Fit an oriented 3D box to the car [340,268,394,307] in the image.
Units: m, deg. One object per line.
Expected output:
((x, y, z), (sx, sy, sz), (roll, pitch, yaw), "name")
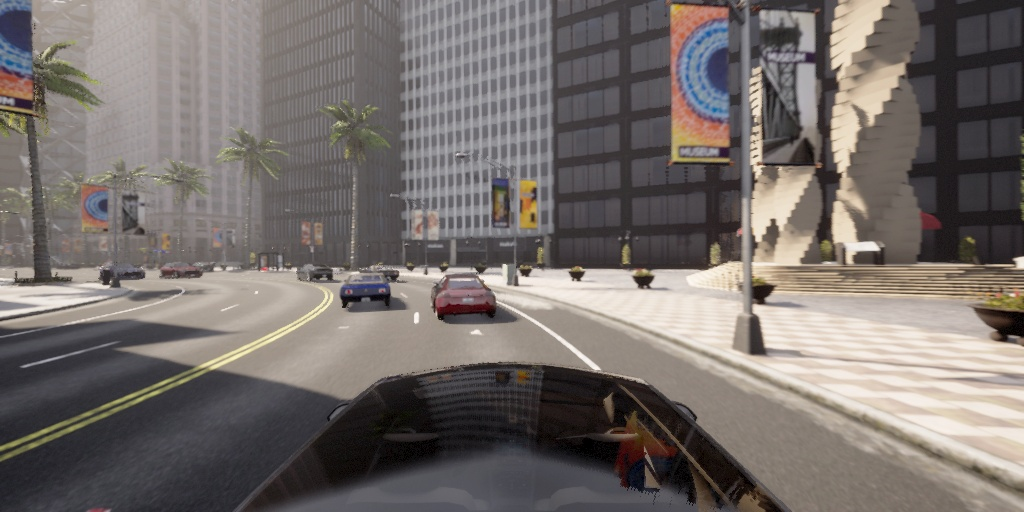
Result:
((-6.483, 1.413, 16.019), (1.895, 1.301, 4.718), (0, 0, -21), "car")

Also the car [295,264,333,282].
((-17.319, 1.418, 31.366), (4.892, 1.490, 1.837), (-1, -1, 43), "car")

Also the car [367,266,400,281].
((-11.366, 1.461, 30.392), (1.895, 1.301, 4.718), (0, 0, -41), "car")

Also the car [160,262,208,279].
((-34.602, 1.419, 37.533), (4.553, 1.767, 2.097), (0, 0, 25), "car")

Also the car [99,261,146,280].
((-38.518, 1.453, 35.484), (4.553, 1.767, 2.097), (0, 0, 25), "car")

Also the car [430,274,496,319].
((-1.884, 1.334, 13.042), (1.994, 1.385, 4.181), (0, 0, -15), "car")
